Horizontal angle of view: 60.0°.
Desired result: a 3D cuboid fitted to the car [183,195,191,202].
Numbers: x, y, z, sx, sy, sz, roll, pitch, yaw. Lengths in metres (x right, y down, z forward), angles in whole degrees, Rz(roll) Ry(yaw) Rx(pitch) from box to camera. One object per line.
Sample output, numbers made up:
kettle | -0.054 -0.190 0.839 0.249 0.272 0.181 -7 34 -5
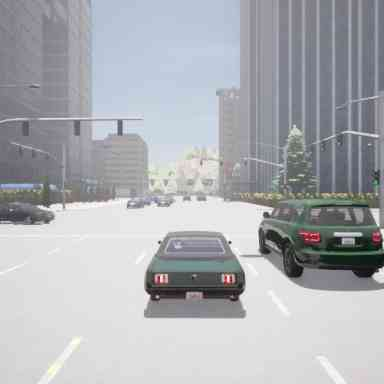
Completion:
car | -1.192 1.499 78.461 1.837 1.490 4.892 0 0 -1

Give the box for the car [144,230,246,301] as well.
car | 0.066 1.601 8.267 1.895 1.301 4.718 0 0 0

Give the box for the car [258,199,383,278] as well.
car | 3.576 1.221 10.299 2.150 2.045 5.566 0 0 0

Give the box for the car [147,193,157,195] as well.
car | -8.033 1.223 66.722 2.150 2.045 5.566 0 0 0

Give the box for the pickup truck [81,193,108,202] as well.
pickup truck | -21.238 1.058 73.302 2.390 2.098 6.274 0 0 30

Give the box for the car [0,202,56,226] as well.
car | -11.969 1.507 23.454 4.892 1.490 1.837 -1 -1 18

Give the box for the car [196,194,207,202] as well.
car | 2.304 1.347 78.733 2.097 1.767 4.553 0 0 -1

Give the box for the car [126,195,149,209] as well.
car | -7.864 1.491 46.557 2.128 1.511 4.902 0 0 1

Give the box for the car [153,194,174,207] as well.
car | -4.386 1.491 52.220 2.128 1.511 4.902 0 0 -1

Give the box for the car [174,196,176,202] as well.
car | -4.511 1.491 62.475 2.128 1.511 4.902 0 0 0

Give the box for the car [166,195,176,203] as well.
car | -4.607 1.477 72.784 1.882 1.535 5.008 0 0 -1

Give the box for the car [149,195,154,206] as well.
car | -7.931 1.563 55.468 1.994 1.385 4.181 0 0 -1

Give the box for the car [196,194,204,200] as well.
car | 2.148 1.385 89.013 1.882 1.535 5.008 0 0 -1
